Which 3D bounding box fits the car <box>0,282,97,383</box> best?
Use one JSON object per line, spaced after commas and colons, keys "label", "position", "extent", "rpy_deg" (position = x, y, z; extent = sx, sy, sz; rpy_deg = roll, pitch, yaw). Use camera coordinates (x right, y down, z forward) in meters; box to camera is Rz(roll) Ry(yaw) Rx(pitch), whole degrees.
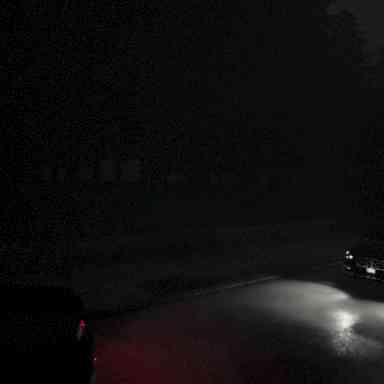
{"label": "car", "position": [-3.193, 1.488, 2.331], "extent": [4.902, 1.511, 2.128], "rpy_deg": [0, 0, -35]}

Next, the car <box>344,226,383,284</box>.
{"label": "car", "position": [5.986, 1.525, 8.855], "extent": [4.892, 1.490, 1.837], "rpy_deg": [0, 0, -36]}
